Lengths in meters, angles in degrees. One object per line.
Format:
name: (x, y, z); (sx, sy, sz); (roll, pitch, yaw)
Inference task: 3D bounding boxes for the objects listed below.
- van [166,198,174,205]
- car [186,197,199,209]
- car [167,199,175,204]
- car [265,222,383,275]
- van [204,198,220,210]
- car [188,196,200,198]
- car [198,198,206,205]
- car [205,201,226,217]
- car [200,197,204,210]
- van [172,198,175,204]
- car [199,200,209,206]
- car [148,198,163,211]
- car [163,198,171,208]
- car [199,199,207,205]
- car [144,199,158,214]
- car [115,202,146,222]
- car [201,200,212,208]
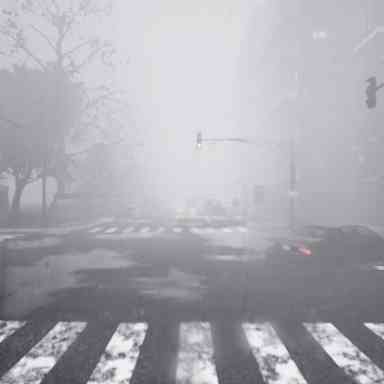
van: (-5.730, 2.331, 86.241); (1.690, 1.788, 3.998); (0, -1, 0)
car: (-0.029, 2.130, 58.660); (1.882, 1.535, 5.008); (0, -1, 0)
car: (-5.734, 2.613, 91.869); (2.008, 1.369, 4.403); (0, -1, 0)
car: (4.870, 1.713, 10.938); (5.357, 1.411, 2.033); (2, -1, -32)
van: (2.673, 1.790, 41.208); (1.690, 1.788, 3.998); (0, -1, 0)
car: (-0.033, 1.888, 69.112); (2.150, 2.045, 5.566); (0, -1, 0)
car: (2.650, 2.431, 86.244); (1.967, 1.590, 4.097); (0, -1, 0)
car: (2.675, 1.930, 35.576); (1.887, 1.381, 4.507); (0, -1, 0)
car: (2.667, 2.020, 52.467); (1.967, 1.590, 4.097); (0, -1, 0)
van: (-5.728, 2.260, 80.613); (1.690, 1.788, 3.998); (0, -1, 0)
car: (2.655, 2.400, 74.985); (2.008, 1.369, 4.403); (0, -1, 0)
car: (-5.711, 1.828, 46.835); (2.192, 1.841, 5.009); (0, -1, 0)
car: (-5.719, 2.152, 63.723); (1.967, 1.590, 4.097); (0, -1, 0)
car: (2.652, 2.464, 80.614); (1.887, 1.381, 4.507); (0, -1, 0)
car: (-5.708, 1.972, 41.033); (1.752, 1.417, 4.829); (0, -1, 0)
car: (-5.703, 1.888, 29.942); (1.947, 1.339, 4.313); (0, -1, 0)
car: (2.661, 2.258, 63.725); (1.887, 1.381, 4.507); (0, -1, 0)
